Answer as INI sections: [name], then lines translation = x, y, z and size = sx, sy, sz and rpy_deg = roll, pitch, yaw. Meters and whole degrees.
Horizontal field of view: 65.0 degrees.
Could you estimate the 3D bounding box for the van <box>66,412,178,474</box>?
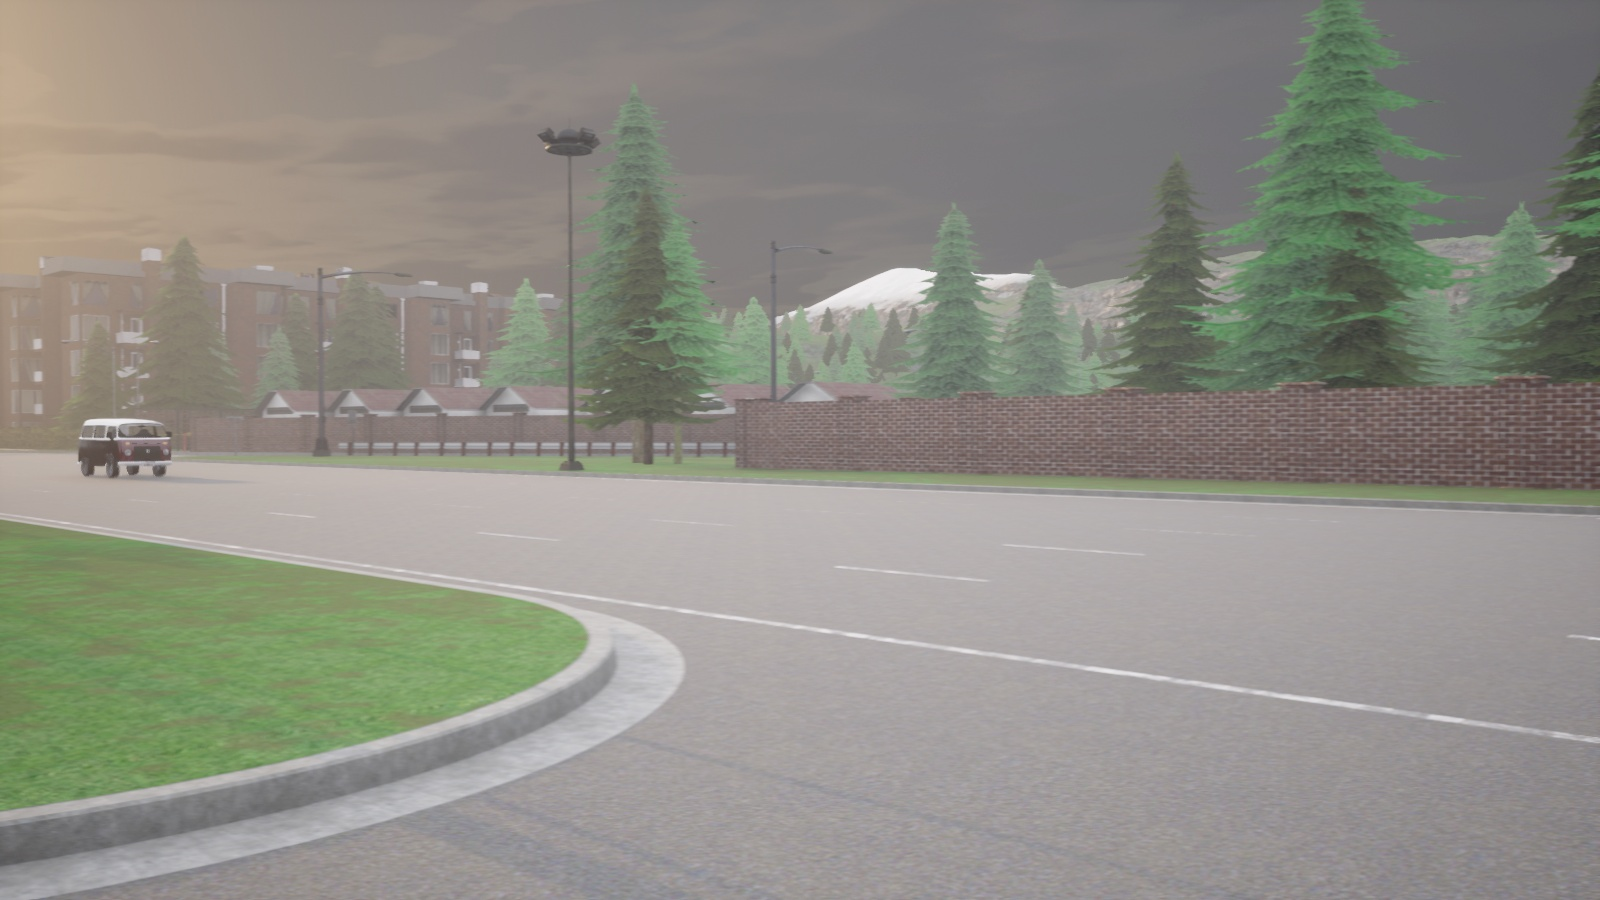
[van]
translation = -23.516, -0.259, 43.515
size = 4.480, 2.038, 2.069
rpy_deg = 1, 1, 43
